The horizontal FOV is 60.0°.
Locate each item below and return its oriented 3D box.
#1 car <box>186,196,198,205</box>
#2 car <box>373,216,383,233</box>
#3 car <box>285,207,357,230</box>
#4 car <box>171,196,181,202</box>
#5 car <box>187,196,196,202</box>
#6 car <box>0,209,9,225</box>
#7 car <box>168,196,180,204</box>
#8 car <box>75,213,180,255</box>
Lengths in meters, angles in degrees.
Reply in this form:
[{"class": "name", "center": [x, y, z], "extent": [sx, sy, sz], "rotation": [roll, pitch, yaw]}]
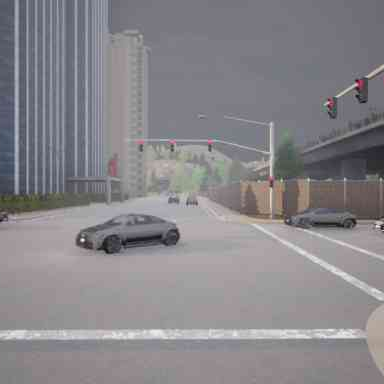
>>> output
[{"class": "car", "center": [-0.004, 1.563, 59.637], "extent": [1.994, 1.385, 4.181], "rotation": [0, 0, 0]}, {"class": "car", "center": [12.226, 1.547, 17.512], "extent": [4.902, 1.511, 2.128], "rotation": [0, 0, 0]}, {"class": "car", "center": [8.052, 1.619, 20.995], "extent": [4.181, 1.385, 1.994], "rotation": [0, 0, 0]}, {"class": "car", "center": [-3.628, 1.540, 74.499], "extent": [2.033, 1.411, 5.357], "rotation": [0, 0, 0]}, {"class": "car", "center": [-0.129, 1.595, 74.641], "extent": [1.895, 1.301, 4.718], "rotation": [0, 0, 0]}, {"class": "car", "center": [-14.171, 1.535, 20.910], "extent": [4.902, 1.511, 2.128], "rotation": [0, 0, 0]}, {"class": "car", "center": [-3.513, 1.478, 64.282], "extent": [1.882, 1.535, 5.008], "rotation": [0, 0, 0]}, {"class": "car", "center": [-2.522, 1.588, 13.549], "extent": [4.181, 1.385, 1.994], "rotation": [0, 0, -40]}]
